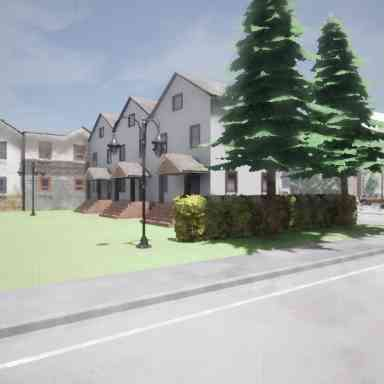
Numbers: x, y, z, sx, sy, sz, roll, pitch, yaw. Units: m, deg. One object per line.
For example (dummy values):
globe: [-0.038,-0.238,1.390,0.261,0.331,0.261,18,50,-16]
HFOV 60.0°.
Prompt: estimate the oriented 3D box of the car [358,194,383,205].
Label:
car: [27.228,1.097,49.253,1.932,1.855,4.605,0,0,-36]

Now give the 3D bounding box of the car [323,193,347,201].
car: [32.093,1.097,74.708,1.932,1.855,4.605,0,0,-36]
